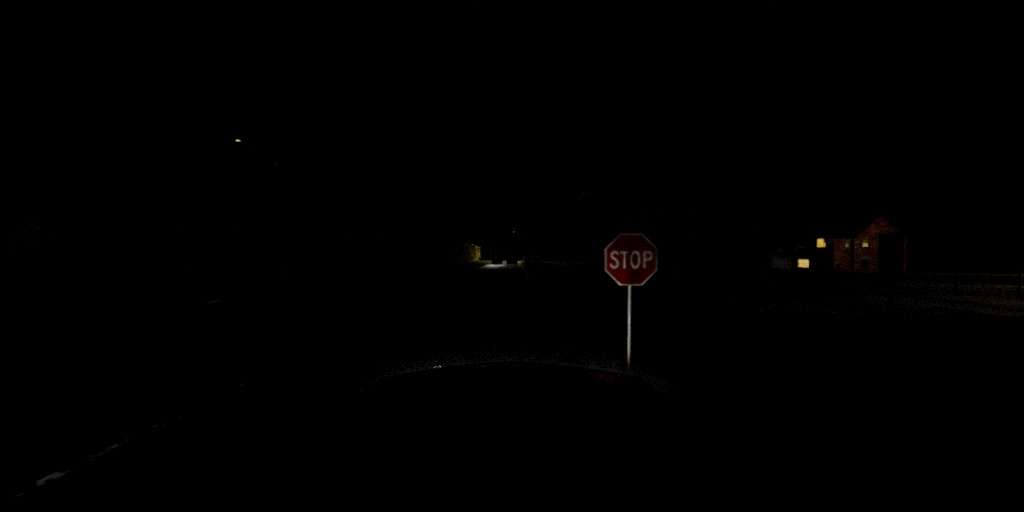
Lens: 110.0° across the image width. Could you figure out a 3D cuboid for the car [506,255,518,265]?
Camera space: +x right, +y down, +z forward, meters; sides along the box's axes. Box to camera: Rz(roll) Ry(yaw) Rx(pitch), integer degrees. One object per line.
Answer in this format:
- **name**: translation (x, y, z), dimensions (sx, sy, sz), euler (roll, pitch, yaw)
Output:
- **car**: translation (-0.002, 0.887, 62.244), dimensions (1.994, 1.385, 4.181), euler (0, 0, 0)
